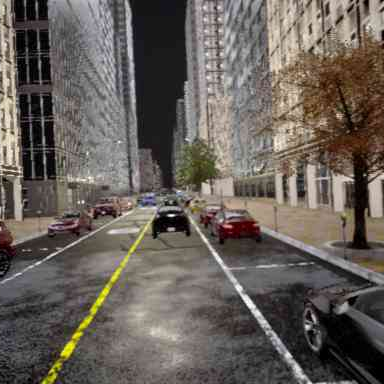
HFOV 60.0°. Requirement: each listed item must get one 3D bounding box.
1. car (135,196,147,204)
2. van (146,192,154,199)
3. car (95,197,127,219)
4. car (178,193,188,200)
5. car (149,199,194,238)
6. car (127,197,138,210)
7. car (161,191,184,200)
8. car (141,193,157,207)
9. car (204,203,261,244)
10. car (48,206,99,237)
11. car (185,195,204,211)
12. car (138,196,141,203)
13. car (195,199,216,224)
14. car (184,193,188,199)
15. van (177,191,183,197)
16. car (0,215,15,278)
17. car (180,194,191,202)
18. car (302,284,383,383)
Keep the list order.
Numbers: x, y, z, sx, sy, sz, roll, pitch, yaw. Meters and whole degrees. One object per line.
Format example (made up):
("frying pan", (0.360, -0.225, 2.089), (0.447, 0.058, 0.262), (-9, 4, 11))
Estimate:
("car", (-9.892, 1.441, 64.694), (1.947, 1.339, 4.313), (-2, 1, -4))
("van", (-11.735, 0.990, 93.009), (1.690, 1.788, 3.998), (-2, 1, -4))
("car", (-7.703, 1.427, 30.711), (2.192, 1.841, 5.009), (-2, 1, -4))
("car", (-1.905, 0.942, 70.871), (1.887, 1.381, 4.507), (-2, 1, -4))
("car", (-1.089, 1.405, 17.374), (1.837, 1.490, 4.892), (-3, 1, -3))
("car", (-8.431, 1.477, 42.039), (1.967, 1.590, 4.097), (-2, 1, -4))
("car", (-2.315, 1.129, 36.595), (2.097, 1.767, 4.553), (-3, 1, -3))
("car", (-6.146, 1.333, 48.238), (1.882, 1.535, 5.008), (-3, 1, -4))
("car", (1.760, 1.363, 14.245), (1.802, 1.307, 4.206), (-2, 1, -4))
("car", (-6.959, 1.765, 19.384), (1.802, 1.307, 4.206), (-2, 1, -4))
("car", (0.648, 1.201, 31.403), (1.752, 1.417, 4.829), (-2, 1, -4))
("car", (-8.783, 1.524, 47.534), (1.752, 1.417, 4.829), (-2, 1, -4))
("car", (1.394, 1.330, 19.908), (1.802, 1.307, 4.206), (-2, 1, -4))
("car", (-0.072, 1.167, 42.559), (1.947, 1.339, 4.313), (-2, 1, -4))
("van", (-3.381, 0.555, 93.520), (1.690, 1.788, 3.998), (-2, 1, -4))
("car", (-6.238, 1.564, 8.056), (2.192, 1.841, 5.009), (-2, 0, -4))
("car", (-1.171, 1.064, 59.547), (1.802, 1.307, 4.206), (-2, 1, -4))
("car", (2.492, 1.410, 2.920), (1.947, 1.339, 4.313), (-3, 0, -4))
